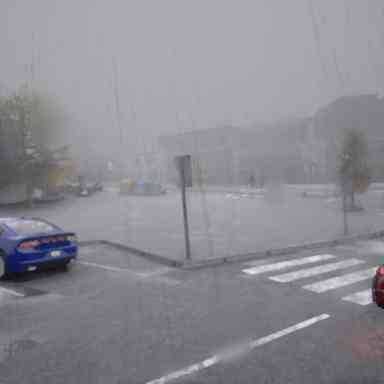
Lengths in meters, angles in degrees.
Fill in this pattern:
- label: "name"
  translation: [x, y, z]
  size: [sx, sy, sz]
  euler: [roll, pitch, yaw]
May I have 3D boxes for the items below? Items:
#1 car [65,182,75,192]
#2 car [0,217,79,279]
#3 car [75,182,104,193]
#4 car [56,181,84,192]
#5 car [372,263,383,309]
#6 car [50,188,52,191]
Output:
- label: "car"
  translation: [-18.470, -0.853, 55.392]
  size: [2.231, 1.521, 4.892]
  euler: [1, 6, 16]
- label: "car"
  translation: [-5.543, 1.493, 10.113]
  size: [5.008, 1.535, 2.097]
  euler: [-1, 0, 36]
- label: "car"
  translation: [-16.083, -0.695, 53.637]
  size: [2.163, 1.488, 4.792]
  euler: [1, 6, 16]
- label: "car"
  translation: [-20.893, -0.935, 57.089]
  size: [2.002, 1.452, 4.674]
  euler: [0, 6, 16]
- label: "car"
  translation: [5.311, 1.510, 6.436]
  size: [4.181, 1.385, 1.994]
  euler: [0, 0, -37]
- label: "car"
  translation: [-23.315, -1.094, 58.766]
  size: [2.097, 1.535, 5.008]
  euler: [1, 6, 15]
